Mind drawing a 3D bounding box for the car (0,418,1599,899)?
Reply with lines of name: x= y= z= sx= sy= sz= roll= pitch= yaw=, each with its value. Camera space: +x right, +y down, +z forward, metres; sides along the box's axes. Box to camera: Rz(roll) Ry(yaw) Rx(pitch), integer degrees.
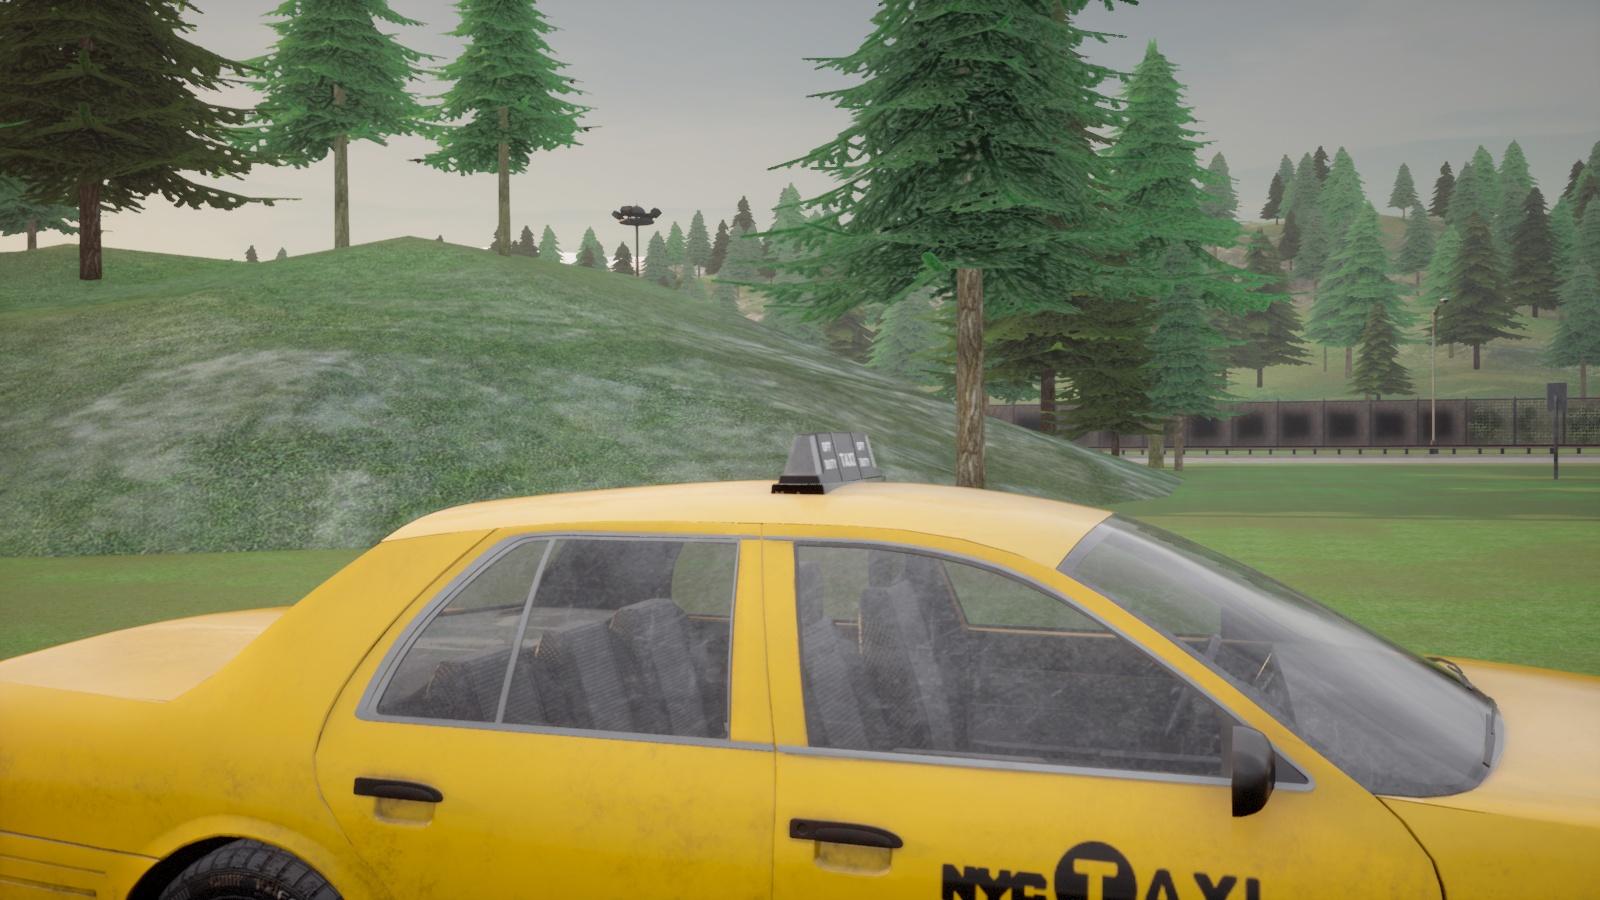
car: x=0.184 y=0.724 z=3.129 sx=5.366 sy=1.575 sz=1.801 roll=0 pitch=1 yaw=19
